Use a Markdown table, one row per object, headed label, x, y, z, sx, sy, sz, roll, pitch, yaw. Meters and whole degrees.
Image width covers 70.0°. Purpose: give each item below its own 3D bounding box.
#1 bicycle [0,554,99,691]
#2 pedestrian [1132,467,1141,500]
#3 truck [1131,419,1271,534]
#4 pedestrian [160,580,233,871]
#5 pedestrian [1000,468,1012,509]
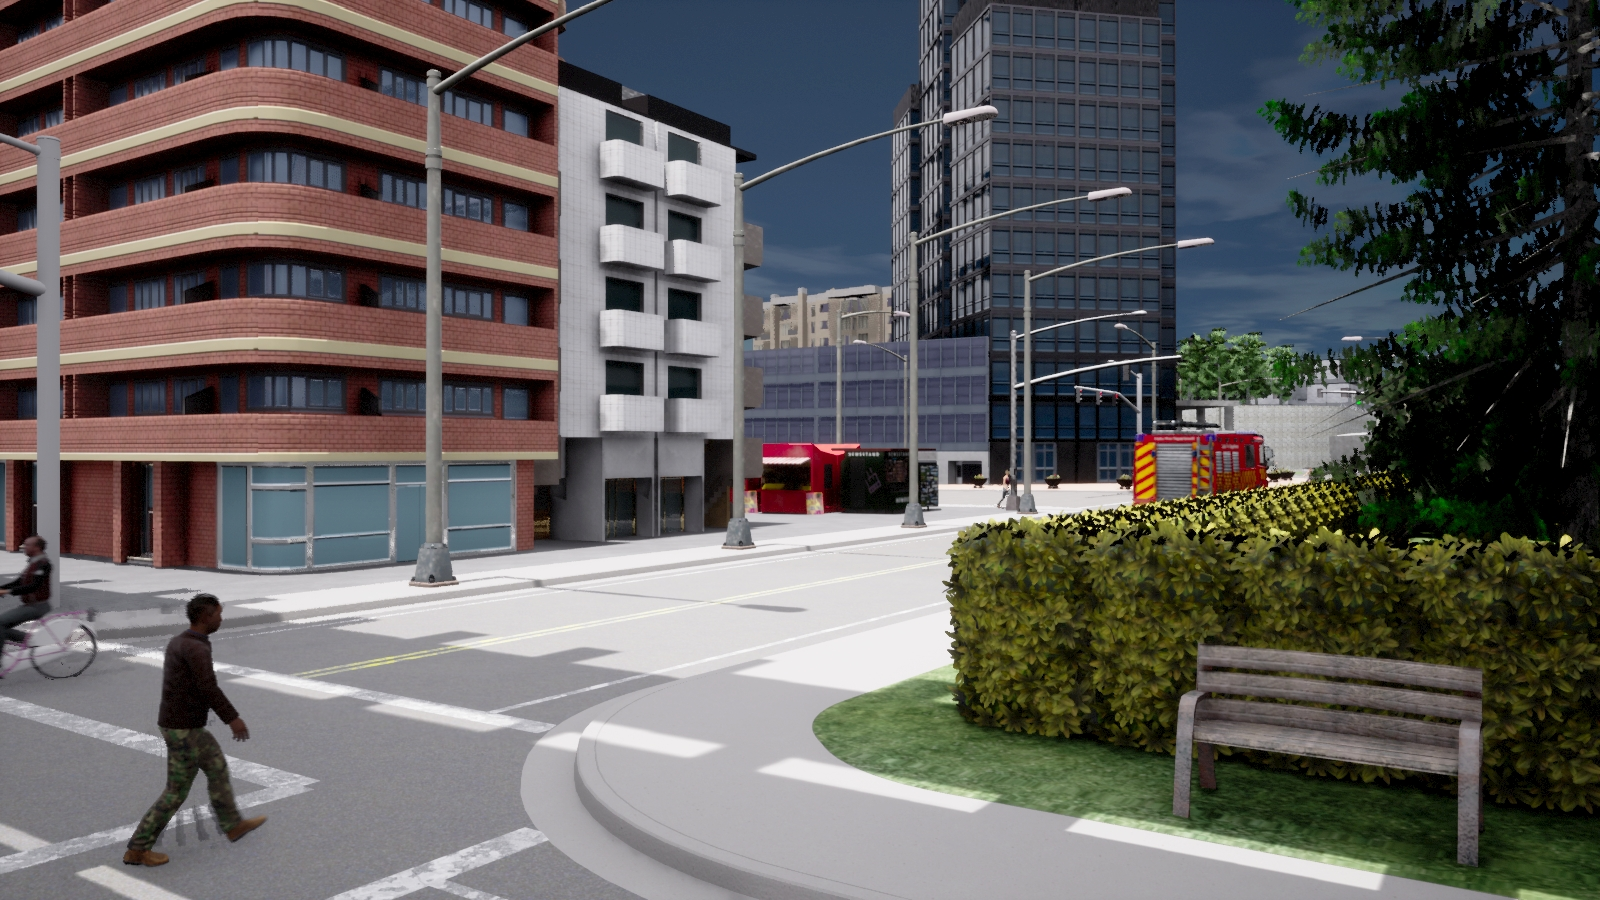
| label | x | y | z | sx | sy | sz | roll | pitch | yaw |
| --- | --- | --- | --- | --- | --- | --- | --- | --- | --- |
| bicycle | -9.350 | 2.048 | 13.462 | 0.329 | 1.496 | 1.835 | 0 | 0 | 42 |
| pedestrian | 19.011 | 1.894 | 64.559 | 0.375 | 1.860 | 0.375 | 0 | 0 | 34 |
| truck | 15.143 | 0.890 | 42.660 | 2.891 | 3.827 | 8.468 | 0 | 0 | 34 |
| pedestrian | -4.126 | 1.848 | 7.805 | 0.375 | 1.860 | 0.375 | 0 | 0 | -39 |
| pedestrian | 9.420 | 1.744 | 52.237 | 0.375 | 1.860 | 0.375 | 0 | 0 | 39 |
